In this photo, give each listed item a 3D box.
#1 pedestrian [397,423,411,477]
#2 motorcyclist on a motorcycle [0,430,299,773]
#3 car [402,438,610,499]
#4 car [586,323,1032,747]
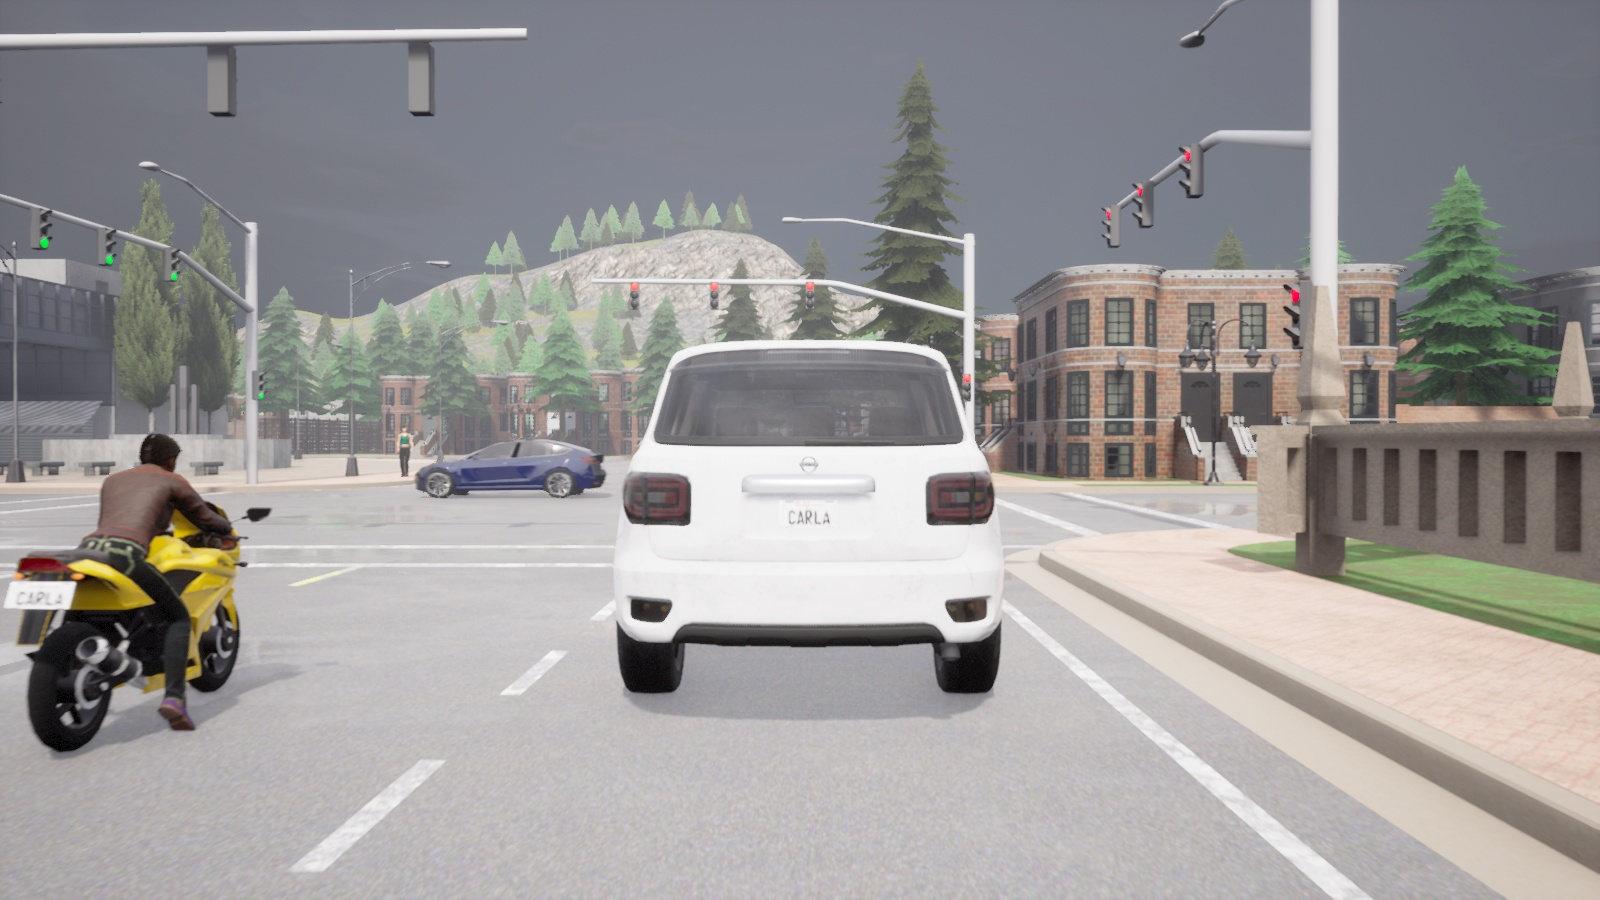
[{"bbox_3d":[-13.741,0.000,43.603,0.345,1.836,0.594,0,1,-6],"label":"pedestrian"},{"bbox_3d":[-3.448,0.666,6.606,0.797,1.523,2.044,0,1,0],"label":"motorcyclist on a motorcycle"},{"bbox_3d":[-7.429,0.451,32.083,4.792,1.488,2.163,0,1,0],"label":"car"},{"bbox_3d":[0.064,0.385,8.847,2.150,2.045,5.566,0,1,0],"label":"car"}]
